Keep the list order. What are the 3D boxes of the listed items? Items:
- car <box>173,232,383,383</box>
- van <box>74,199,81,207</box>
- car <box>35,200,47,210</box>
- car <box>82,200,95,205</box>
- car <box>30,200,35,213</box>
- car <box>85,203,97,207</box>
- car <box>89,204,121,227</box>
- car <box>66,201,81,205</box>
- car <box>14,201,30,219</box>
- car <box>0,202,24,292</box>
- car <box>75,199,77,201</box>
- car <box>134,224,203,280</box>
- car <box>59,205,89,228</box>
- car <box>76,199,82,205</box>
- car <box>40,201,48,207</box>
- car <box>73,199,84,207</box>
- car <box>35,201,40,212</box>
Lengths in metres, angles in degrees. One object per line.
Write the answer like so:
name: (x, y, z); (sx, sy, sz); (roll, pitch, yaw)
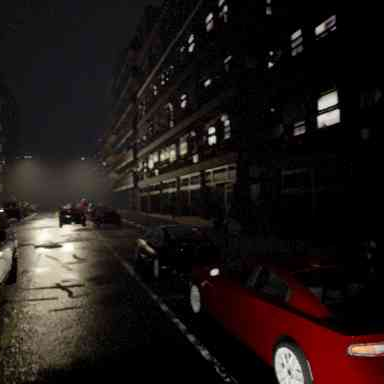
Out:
car: (1.357, 1.578, 5.060); (1.887, 1.381, 4.507); (1, -1, -21)
van: (-28.428, 2.674, 82.490); (1.690, 1.788, 3.998); (1, -1, -21)
car: (-29.820, 2.420, 64.239); (2.192, 1.841, 5.009); (1, -1, -21)
car: (-10.536, 1.948, 36.040); (1.967, 1.590, 4.097); (1, -1, -21)
car: (-19.902, 1.972, 38.430); (2.192, 1.841, 5.009); (1, -1, -21)
car: (-8.561, 1.969, 30.872); (1.887, 1.381, 4.507); (1, -1, -21)
car: (-6.577, 1.887, 25.710); (1.887, 1.381, 4.507); (1, -1, -21)
car: (-14.722, 2.171, 39.950); (1.994, 1.385, 4.181); (0, -1, -21)
car: (-17.919, 1.888, 33.269); (2.192, 1.841, 5.009); (1, -1, -21)
car: (-5.056, 1.353, 6.873); (2.150, 2.045, 5.566); (0, -1, -21)
car: (-18.510, 2.296, 56.675); (1.967, 1.590, 4.097); (1, -1, -21)
car: (-0.627, 1.659, 10.223); (2.008, 1.369, 4.403); (1, -1, -21)
car: (-9.297, 1.979, 25.824); (1.895, 1.301, 4.718); (0, -1, -21)
car: (-14.541, 1.993, 46.352); (2.192, 1.841, 5.009); (1, -1, -21)
car: (-37.757, 3.080, 84.883); (1.802, 1.307, 4.206); (1, -1, -21)
car: (-26.444, 2.549, 77.328); (2.192, 1.841, 5.009); (1, -1, -21)
car: (-23.872, 2.396, 48.750); (1.947, 1.339, 4.313); (1, -1, -21)
